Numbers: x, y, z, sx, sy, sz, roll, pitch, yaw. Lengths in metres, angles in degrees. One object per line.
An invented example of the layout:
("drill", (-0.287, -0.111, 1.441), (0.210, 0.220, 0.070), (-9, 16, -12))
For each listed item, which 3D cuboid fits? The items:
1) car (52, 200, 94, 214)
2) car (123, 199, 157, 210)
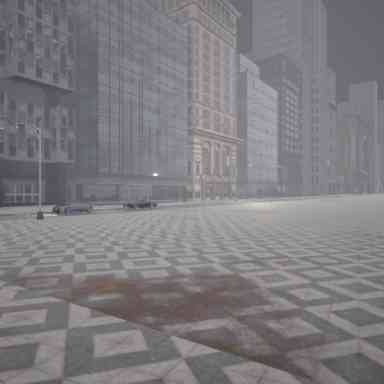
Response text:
("car", (-12.509, 1.576, 35.174), (1.994, 1.385, 4.181), (0, 0, 37))
("car", (-6.742, 1.599, 43.287), (1.895, 1.301, 4.718), (0, 0, 35))
